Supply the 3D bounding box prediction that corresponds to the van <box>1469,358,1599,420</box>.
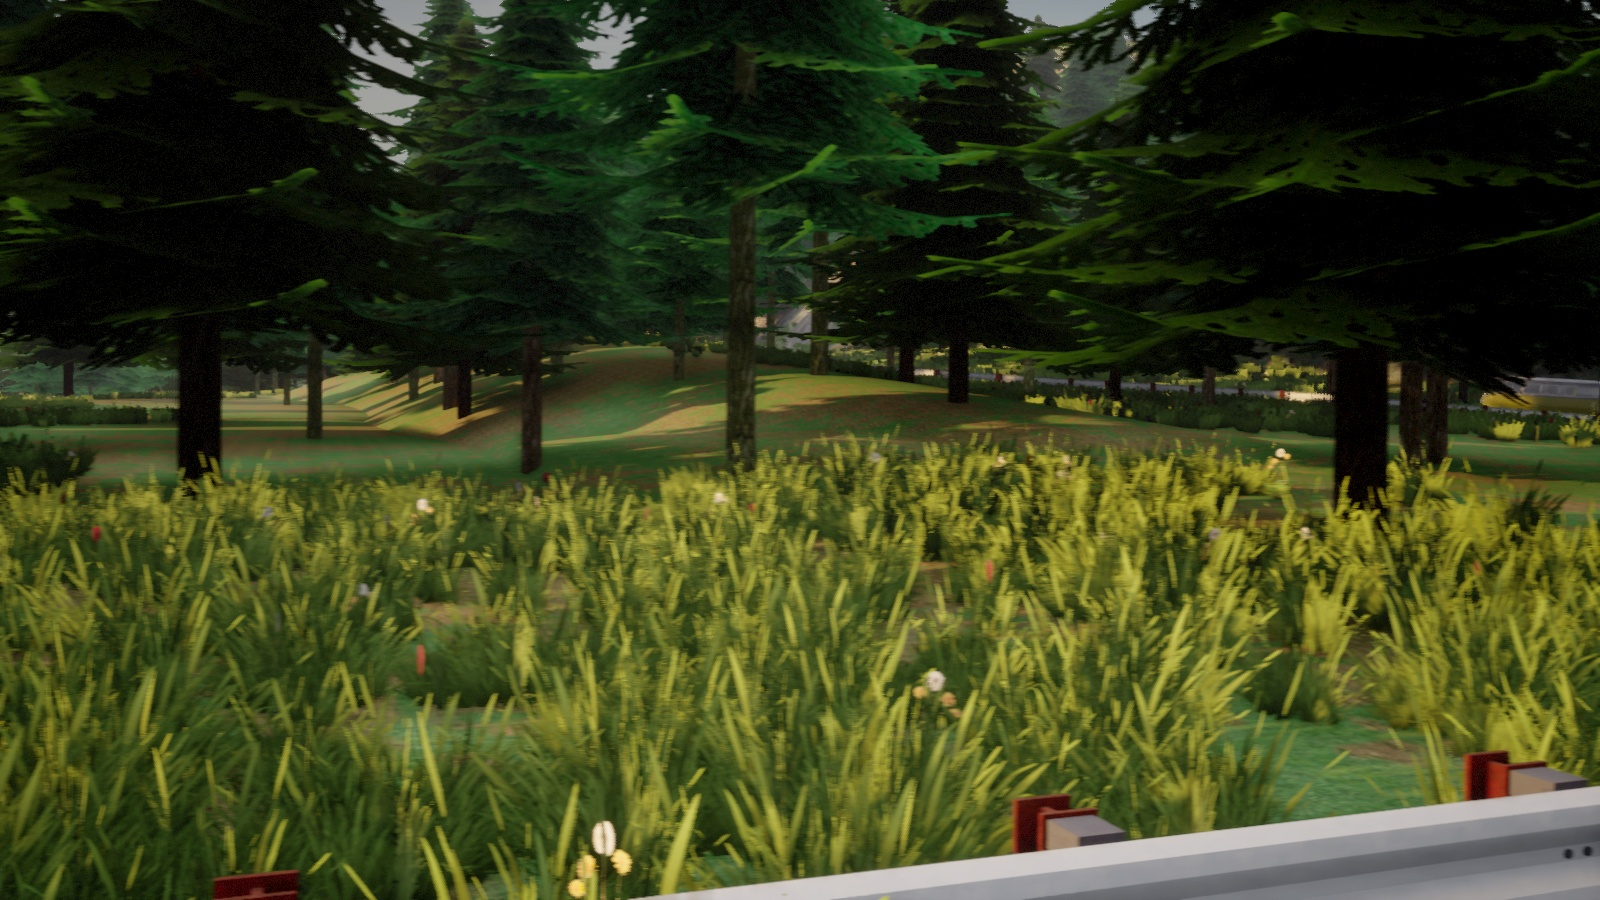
[{"bbox_3d":[26.940,-2.206,45.477,4.442,1.987,1.775,6,4,36],"label":"van"}]
